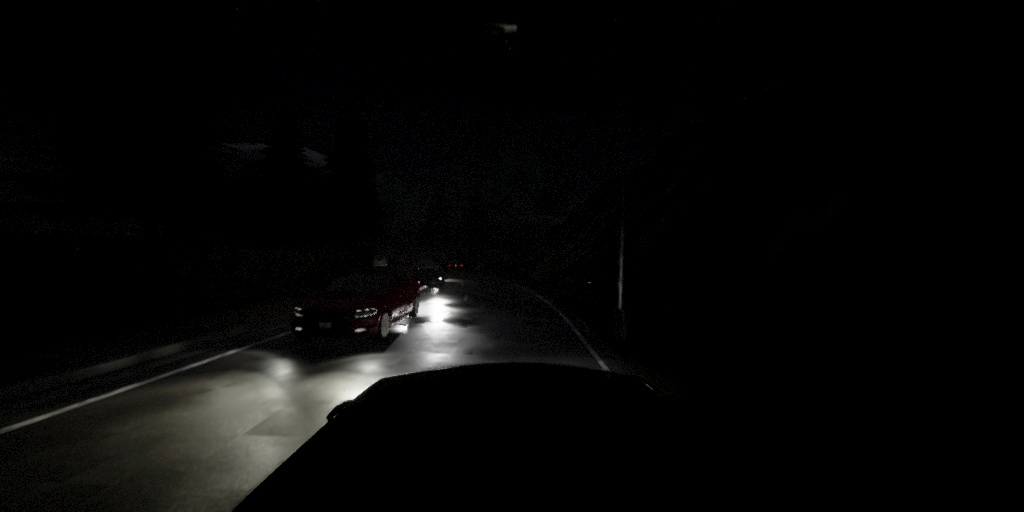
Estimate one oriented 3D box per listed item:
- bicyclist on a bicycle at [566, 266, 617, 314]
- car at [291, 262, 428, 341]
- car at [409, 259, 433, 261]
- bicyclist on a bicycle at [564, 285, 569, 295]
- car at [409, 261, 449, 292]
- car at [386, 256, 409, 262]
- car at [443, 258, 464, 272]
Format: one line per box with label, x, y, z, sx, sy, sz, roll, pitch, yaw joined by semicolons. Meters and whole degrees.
bicyclist on a bicycle;2.931;1.159;12.300;1.656;1.620;0.582;14;16;-1
car;-3.789;1.085;9.594;1.882;1.535;5.008;2;0;-2
car;-7.135;0.955;29.476;1.812;1.442;4.674;2;0;-20
bicyclist on a bicycle;2.728;1.184;13.373;1.656;1.620;0.582;24;-41;-9
car;-4.583;1.145;19.515;1.895;1.301;4.718;2;0;-10
car;-15.210;0.682;48.528;4.181;1.385;1.994;2;0;39
car;-6.687;0.956;37.879;2.033;1.411;5.357;2;0;-26
